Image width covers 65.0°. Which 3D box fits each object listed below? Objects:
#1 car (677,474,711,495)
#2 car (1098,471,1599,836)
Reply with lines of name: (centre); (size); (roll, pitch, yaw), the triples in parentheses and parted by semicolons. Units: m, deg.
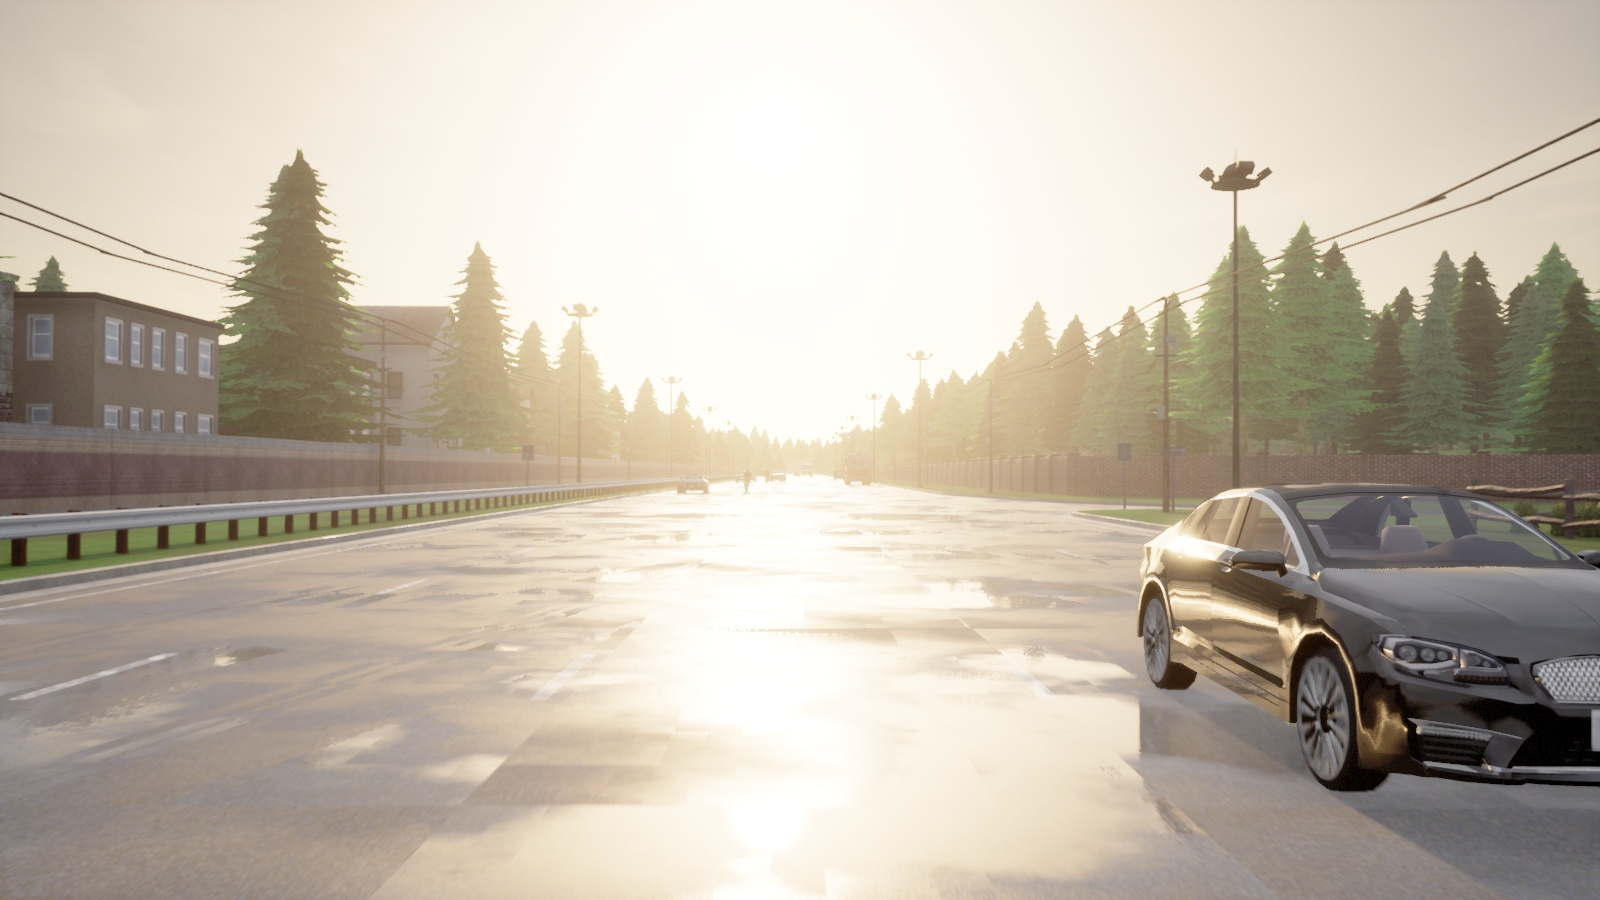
car: (-7.205, 2.340, 85.560); (1.994, 1.385, 4.181); (0, -1, 0)
car: (3.481, 0.886, 7.685); (2.128, 1.511, 4.902); (0, -1, 0)
